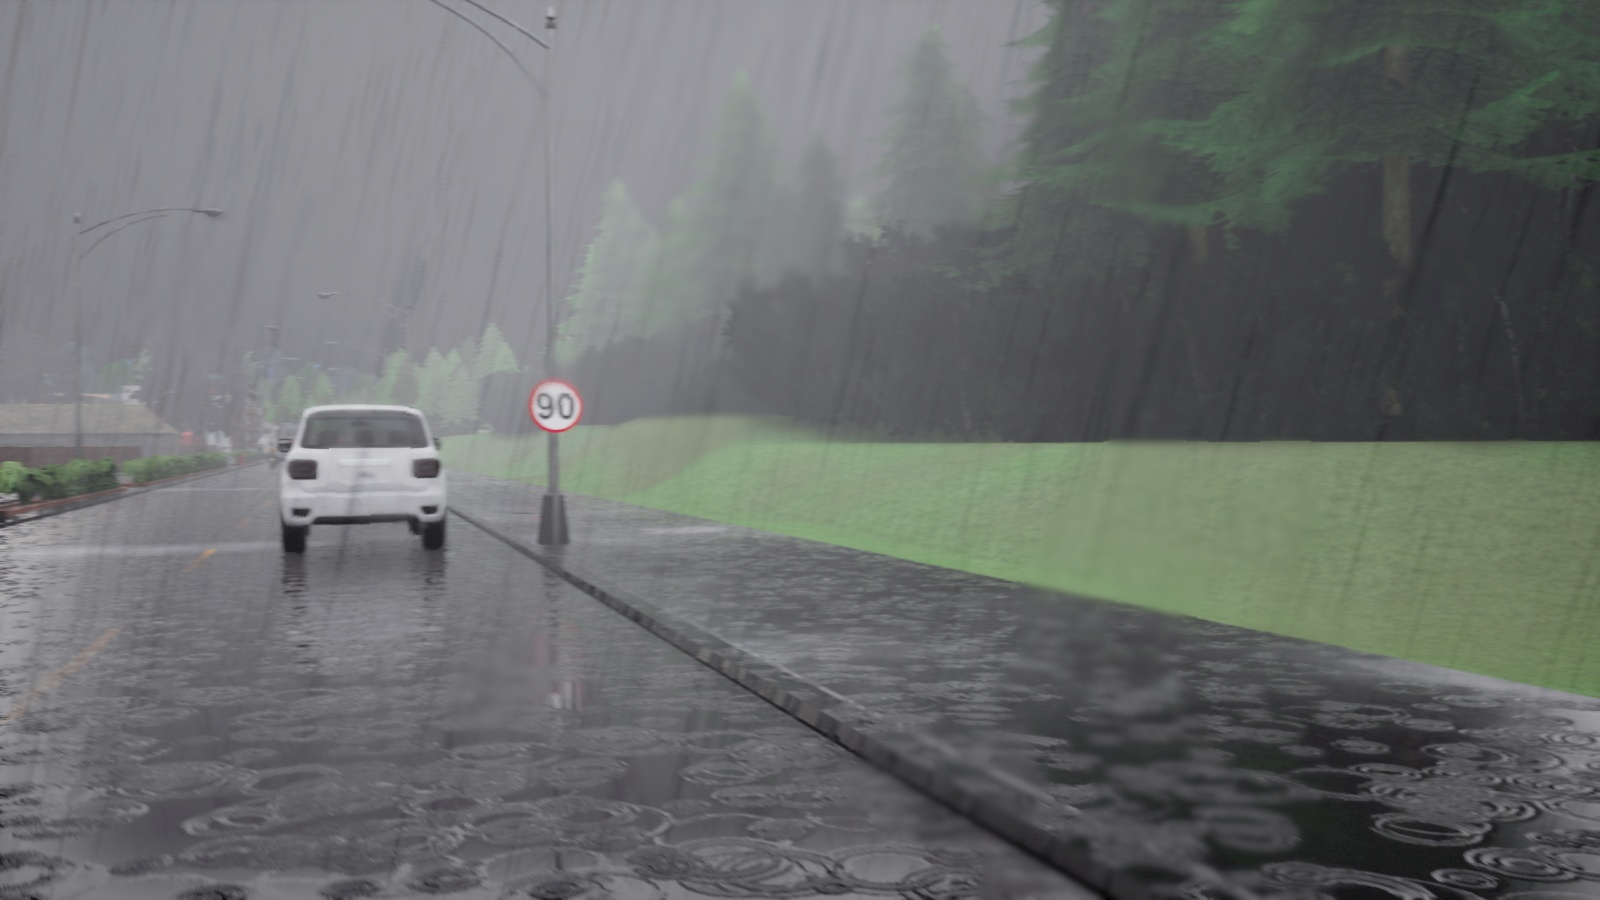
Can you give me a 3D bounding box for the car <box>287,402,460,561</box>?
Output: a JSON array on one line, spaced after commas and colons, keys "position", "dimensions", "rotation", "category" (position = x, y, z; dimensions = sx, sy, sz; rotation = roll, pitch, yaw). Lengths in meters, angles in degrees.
[{"position": [-6.533, 0.373, 19.166], "dimensions": [2.150, 2.045, 5.566], "rotation": [0, 1, -20], "category": "car"}]
